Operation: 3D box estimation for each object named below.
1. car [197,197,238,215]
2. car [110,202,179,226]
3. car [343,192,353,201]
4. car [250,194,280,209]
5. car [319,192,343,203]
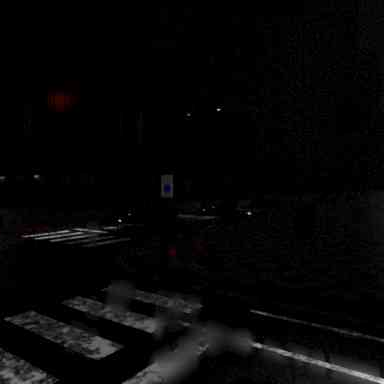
[{"bbox_3d":[2.327,1.156,28.762,1.812,1.442,4.674,0,1,36],"label":"car"},{"bbox_3d":[-2.952,1.353,21.406,1.895,1.301,4.718,0,1,36],"label":"car"},{"bbox_3d":[25.489,0.653,55.639,1.882,1.535,5.008,0,1,36],"label":"car"},{"bbox_3d":[8.133,0.975,36.862,1.882,1.535,5.008,0,1,36],"label":"car"},{"bbox_3d":[19.602,0.814,47.413,1.837,1.490,4.892,0,1,36],"label":"car"}]
